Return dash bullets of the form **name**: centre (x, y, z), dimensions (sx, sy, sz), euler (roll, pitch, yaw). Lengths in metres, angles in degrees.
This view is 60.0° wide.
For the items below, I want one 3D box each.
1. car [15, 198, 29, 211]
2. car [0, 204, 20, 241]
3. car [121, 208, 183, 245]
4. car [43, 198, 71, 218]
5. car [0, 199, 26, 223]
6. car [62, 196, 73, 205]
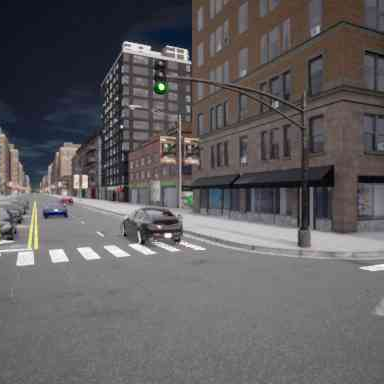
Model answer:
- **car**: centre (-17.949, 1.523, 33.919), dimensions (1.837, 1.490, 4.892), euler (0, 0, -25)
- **car**: centre (-9.773, 1.539, 16.475), dimensions (1.812, 1.442, 4.674), euler (0, 0, -25)
- **car**: centre (-2.010, 1.510, 15.719), dimensions (1.837, 1.490, 4.892), euler (0, 0, -25)
- **car**: centre (-12.749, 1.578, 30.924), dimensions (1.994, 1.385, 4.181), euler (0, 0, -25)
- **car**: centre (-13.704, 1.521, 24.851), dimensions (1.837, 1.490, 4.892), euler (0, 0, -25)
- **car**: centre (-21.507, 1.495, 56.957), dimensions (1.882, 1.535, 5.008), euler (0, 0, -25)
